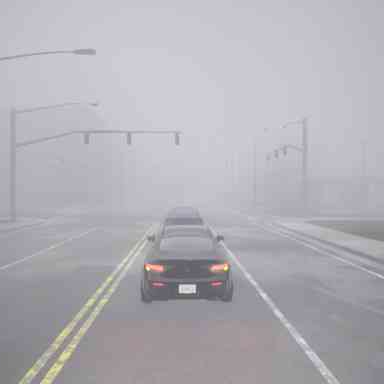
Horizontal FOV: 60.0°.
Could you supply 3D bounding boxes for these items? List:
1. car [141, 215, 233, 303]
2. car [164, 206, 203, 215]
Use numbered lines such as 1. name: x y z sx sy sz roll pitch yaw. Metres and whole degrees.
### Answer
1. car: -0.145 1.526 8.111 1.812 1.442 4.674 0 0 -2
2. car: -0.430 1.478 17.160 1.882 1.535 5.008 0 0 -2
